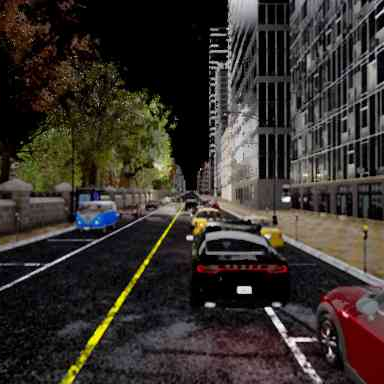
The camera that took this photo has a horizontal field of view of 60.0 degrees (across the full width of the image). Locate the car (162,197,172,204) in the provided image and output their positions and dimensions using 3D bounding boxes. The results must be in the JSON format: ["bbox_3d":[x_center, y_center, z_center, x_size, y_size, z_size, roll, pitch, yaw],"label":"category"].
[{"bbox_3d":[-5.783,1.914,76.947,2.008,1.369,4.403,0,0,0],"label":"car"}]

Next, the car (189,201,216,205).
[{"bbox_3d":[0.869,1.645,24.131,1.837,1.490,4.892,0,0,0],"label":"car"}]

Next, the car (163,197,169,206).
[{"bbox_3d":[-5.762,1.854,59.899,2.008,1.369,4.403,0,0,0],"label":"car"}]

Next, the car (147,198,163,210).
[{"bbox_3d":[-5.747,1.801,48.532,1.887,1.381,4.507,0,0,0],"label":"car"}]

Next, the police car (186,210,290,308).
[{"bbox_3d":[0.890,1.477,8.241,1.930,1.638,5.238,0,0,0],"label":"police car"}]

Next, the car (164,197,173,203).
[{"bbox_3d":[-5.790,1.932,82.631,2.008,1.369,4.403,0,0,0],"label":"car"}]

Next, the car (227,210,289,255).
[{"bbox_3d":[2.676,1.614,14.608,1.752,1.417,4.829,0,0,0],"label":"car"}]

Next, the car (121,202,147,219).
[{"bbox_3d":[-5.726,1.759,31.484,1.802,1.307,4.206,0,0,0],"label":"car"}]

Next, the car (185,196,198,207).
[{"bbox_3d":[-0.075,1.649,58.545,2.097,1.767,4.553,0,0,0],"label":"car"}]

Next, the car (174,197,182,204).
[{"bbox_3d":[-3.096,1.862,75.206,1.837,1.490,4.892,0,0,0],"label":"car"}]

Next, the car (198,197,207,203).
[{"bbox_3d":[2.590,1.932,82.615,2.008,1.369,4.403,0,0,0],"label":"car"}]

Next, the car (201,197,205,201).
[{"bbox_3d":[2.619,1.847,59.889,1.887,1.381,4.507,0,0,0],"label":"car"}]

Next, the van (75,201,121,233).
[{"bbox_3d":[-5.711,1.460,20.120,1.690,1.788,3.998,0,0,0],"label":"van"}]

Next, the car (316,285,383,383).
[{"bbox_3d":[2.691,1.460,3.073,1.967,1.590,4.097,0,0,0],"label":"car"}]

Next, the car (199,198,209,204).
[{"bbox_3d":[2.605,1.909,71.251,1.947,1.339,4.313,0,0,0],"label":"car"}]

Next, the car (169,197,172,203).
[{"bbox_3d":[-5.775,1.869,71.094,1.752,1.417,4.829,0,0,0],"label":"car"}]

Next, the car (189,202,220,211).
[{"bbox_3d":[0.877,1.565,18.322,1.801,1.575,5.366,0,0,0],"label":"car"}]

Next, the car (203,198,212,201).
[{"bbox_3d":[2.640,1.813,42.845,1.802,1.307,4.206,0,0,0],"label":"car"}]

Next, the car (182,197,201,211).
[{"bbox_3d":[-0.044,1.746,44.919,1.837,1.490,4.892,0,0,0],"label":"car"}]
